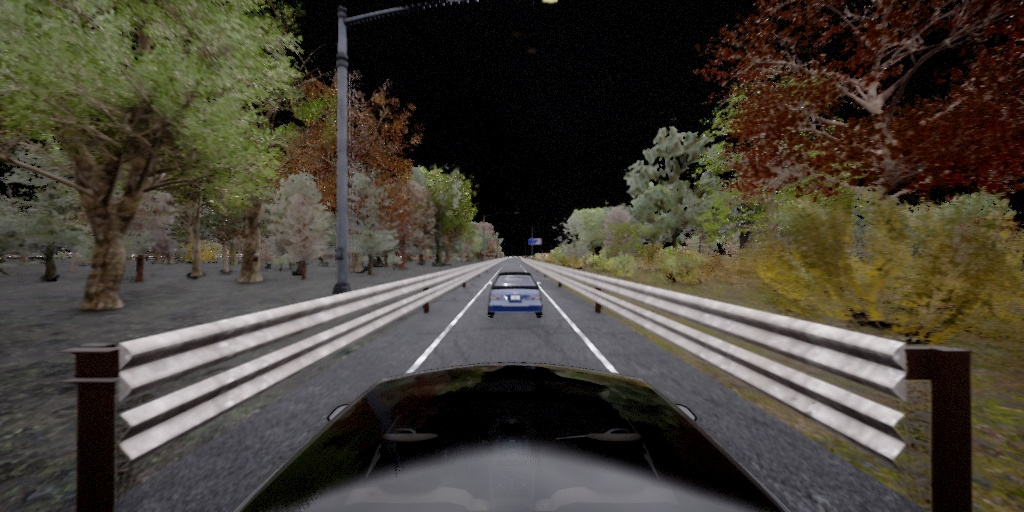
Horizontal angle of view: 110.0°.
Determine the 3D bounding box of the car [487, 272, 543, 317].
[{"bbox_3d":[0.100,1.291,13.193,2.033,1.411,5.357,0,0,0],"label":"car"}]
